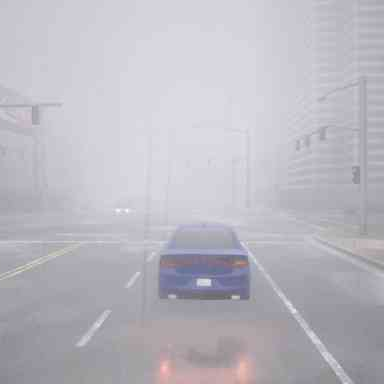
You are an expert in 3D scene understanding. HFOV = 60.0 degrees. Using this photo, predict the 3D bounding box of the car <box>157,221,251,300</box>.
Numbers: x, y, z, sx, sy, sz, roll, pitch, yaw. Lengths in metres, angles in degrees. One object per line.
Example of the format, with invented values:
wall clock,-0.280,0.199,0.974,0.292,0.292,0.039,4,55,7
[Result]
car,0.310,1.478,8.462,1.882,1.535,5.008,0,0,2

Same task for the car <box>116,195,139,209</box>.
car,-9.133,1.564,46.216,1.994,1.385,4.181,0,0,2

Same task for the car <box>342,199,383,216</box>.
car,17.234,1.505,32.366,4.892,1.490,1.837,0,0,2

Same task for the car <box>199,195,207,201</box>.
car,2.781,1.524,86.238,1.812,1.442,4.674,0,0,2

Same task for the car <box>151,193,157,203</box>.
car,-8.335,1.547,67.782,2.033,1.411,5.357,0,0,3

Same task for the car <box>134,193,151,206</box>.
car,-8.818,1.221,55.559,2.150,2.045,5.566,0,0,2
